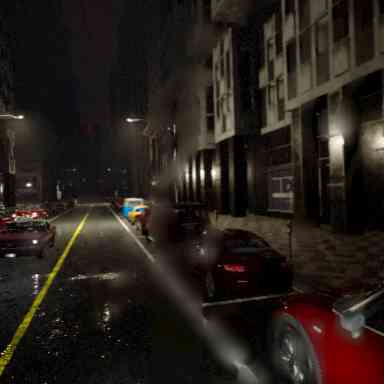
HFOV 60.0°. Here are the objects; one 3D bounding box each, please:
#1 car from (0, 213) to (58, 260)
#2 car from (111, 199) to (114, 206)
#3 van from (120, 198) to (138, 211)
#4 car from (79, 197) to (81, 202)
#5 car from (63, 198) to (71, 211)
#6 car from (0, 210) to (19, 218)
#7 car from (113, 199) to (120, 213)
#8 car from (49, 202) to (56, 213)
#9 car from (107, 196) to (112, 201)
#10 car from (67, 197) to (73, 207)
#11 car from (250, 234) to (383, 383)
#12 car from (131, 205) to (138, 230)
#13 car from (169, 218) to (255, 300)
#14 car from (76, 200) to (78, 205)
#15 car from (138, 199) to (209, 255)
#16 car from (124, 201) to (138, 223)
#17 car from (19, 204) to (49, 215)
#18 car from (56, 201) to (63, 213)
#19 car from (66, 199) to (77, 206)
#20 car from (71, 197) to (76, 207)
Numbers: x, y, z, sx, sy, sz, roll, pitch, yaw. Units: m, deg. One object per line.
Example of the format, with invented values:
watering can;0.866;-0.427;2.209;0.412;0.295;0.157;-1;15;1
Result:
car;-6.511;1.773;12.992;1.895;1.301;4.718;-2;0;-16
car;-9.763;1.815;45.924;1.802;1.307;4.206;-2;0;-16
van;-5.231;1.459;29.742;1.690;1.788;3.998;-2;0;-16
car;-26.995;2.234;75.802;1.752;1.417;4.829;-2;0;-16
car;-19.477;2.062;48.998;2.008;1.369;4.403;-2;0;-16
car;-10.404;1.721;16.638;1.967;1.590;4.097;-1;0;-16
car;-8.250;1.776;40.530;1.802;1.307;4.206;-2;0;-16
car;-14.938;1.977;32.818;1.802;1.307;4.206;-1;0;-16
car;-14.302;1.896;62.105;1.887;1.381;4.507;-2;0;-16
car;-20.944;2.075;54.228;1.752;1.417;4.829;-2;0;-16
car;2.336;1.369;2.774;1.967;1.590;4.097;-1;0;-16
car;-2.199;1.623;18.955;1.802;1.307;4.206;-1;0;-16
car;0.827;1.548;8.167;1.802;1.307;4.206;-1;0;-16
car;-24.021;1.946;65.179;2.192;1.841;5.009;-2;0;-16
car;-0.693;1.319;13.561;2.192;1.841;5.009;-1;0;-16
car;-3.759;1.606;24.512;1.752;1.417;4.829;-1;0;-16
car;-13.429;1.797;27.425;1.967;1.590;4.097;-1;0;-16
car;-16.451;2.000;38.212;1.947;1.339;4.313;-1;0;-16
car;-25.482;2.194;70.409;1.752;1.417;4.829;-2;0;-16
car;-22.502;2.135;59.786;1.887;1.381;4.507;-2;0;-16
